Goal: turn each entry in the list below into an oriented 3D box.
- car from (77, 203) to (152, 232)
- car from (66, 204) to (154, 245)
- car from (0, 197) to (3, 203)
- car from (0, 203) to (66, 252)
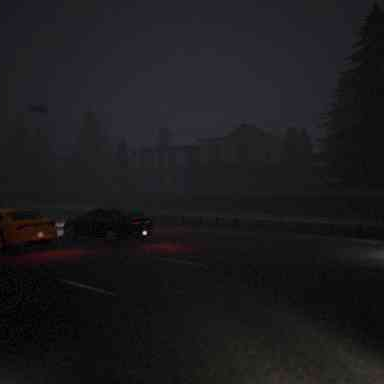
[{"bbox_3d":[-4.803,1.460,20.296,4.674,1.442,1.812,0,0,35],"label":"car"},{"bbox_3d":[-3.957,1.454,15.411,4.892,1.490,1.837,0,0,35],"label":"car"},{"bbox_3d":[-19.807,1.078,31.011,5.566,2.045,2.150,0,0,35],"label":"car"},{"bbox_3d":[-7.603,1.419,13.712,5.008,1.535,1.882,0,0,35],"label":"car"}]
